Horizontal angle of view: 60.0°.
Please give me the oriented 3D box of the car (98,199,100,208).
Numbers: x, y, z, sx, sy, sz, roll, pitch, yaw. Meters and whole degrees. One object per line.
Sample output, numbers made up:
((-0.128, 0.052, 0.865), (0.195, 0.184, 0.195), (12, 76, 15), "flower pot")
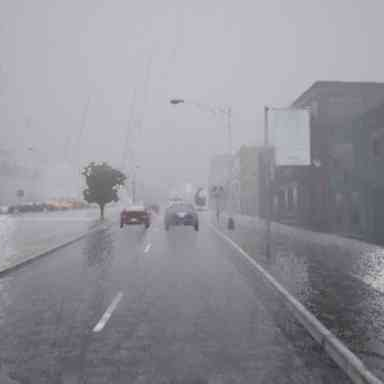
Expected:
((-20.740, 2.375, 63.341), (5.008, 1.535, 2.097), (0, -2, -24), "car")

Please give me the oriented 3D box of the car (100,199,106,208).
((-21.326, 2.573, 69.198), (5.366, 1.575, 1.946), (0, -2, -24), "car")

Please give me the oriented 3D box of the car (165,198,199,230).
((-0.746, 1.475, 22.357), (2.097, 1.767, 4.553), (0, 0, -3), "car")

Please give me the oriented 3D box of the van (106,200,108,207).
((-21.269, 2.454, 72.306), (4.442, 1.987, 1.878), (0, -2, -24), "van")

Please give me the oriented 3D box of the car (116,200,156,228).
((-3.808, 1.601, 23.283), (1.882, 1.535, 5.008), (0, 0, -4), "car")

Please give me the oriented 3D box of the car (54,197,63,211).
((-19.287, 1.709, 42.557), (4.553, 1.767, 2.185), (0, -1, -24), "car")

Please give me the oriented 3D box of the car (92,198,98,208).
((-20.550, 2.027, 60.365), (5.566, 2.045, 2.435), (0, -2, -24), "car")

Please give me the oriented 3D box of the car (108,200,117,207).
((-22.049, 3.087, 84.202), (5.366, 1.575, 1.946), (0, -2, -24), "car")

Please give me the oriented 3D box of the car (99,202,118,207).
((-22.635, 3.334, 90.057), (4.674, 1.452, 2.002), (0, -2, -24), "car")

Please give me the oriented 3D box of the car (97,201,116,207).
((-22.431, 3.232, 87.092), (4.674, 1.452, 2.002), (0, -2, -24), "car")

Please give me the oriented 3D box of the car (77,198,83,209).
((-19.892, 2.070, 51.467), (4.674, 1.452, 2.002), (0, -2, -24), "car")

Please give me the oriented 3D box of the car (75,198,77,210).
((-19.708, 1.834, 48.493), (4.553, 1.767, 2.185), (0, -1, -24), "car")

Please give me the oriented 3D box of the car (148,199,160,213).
((-5.072, 1.707, 41.459), (2.097, 1.767, 4.553), (0, -1, -4), "car")

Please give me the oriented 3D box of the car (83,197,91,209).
((-20.079, 1.857, 54.461), (5.566, 2.045, 2.435), (0, -2, -24), "car")

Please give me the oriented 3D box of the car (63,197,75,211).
((-19.299, 1.890, 45.616), (5.366, 1.575, 1.946), (0, -1, -24), "car")

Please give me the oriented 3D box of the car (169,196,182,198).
((-2.016, 1.575, 40.944), (2.150, 2.045, 5.566), (0, -1, -4), "car")

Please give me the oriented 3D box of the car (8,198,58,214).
((-19.036, 1.782, 39.598), (5.008, 1.535, 2.097), (0, -1, -24), "car")
